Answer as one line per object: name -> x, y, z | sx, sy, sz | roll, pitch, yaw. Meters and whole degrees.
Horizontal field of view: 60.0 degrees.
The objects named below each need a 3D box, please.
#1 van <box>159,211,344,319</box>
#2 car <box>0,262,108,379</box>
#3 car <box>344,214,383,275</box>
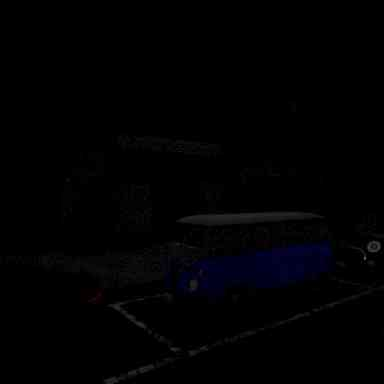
van -> 1.283, 1.340, 7.100 | 3.998, 1.788, 1.690 | 0, 0, -35
car -> -3.126, 1.582, 3.961 | 4.206, 1.307, 1.802 | 0, 0, -35
car -> 5.692, 1.437, 10.240 | 4.097, 1.590, 1.967 | 0, 0, -35
